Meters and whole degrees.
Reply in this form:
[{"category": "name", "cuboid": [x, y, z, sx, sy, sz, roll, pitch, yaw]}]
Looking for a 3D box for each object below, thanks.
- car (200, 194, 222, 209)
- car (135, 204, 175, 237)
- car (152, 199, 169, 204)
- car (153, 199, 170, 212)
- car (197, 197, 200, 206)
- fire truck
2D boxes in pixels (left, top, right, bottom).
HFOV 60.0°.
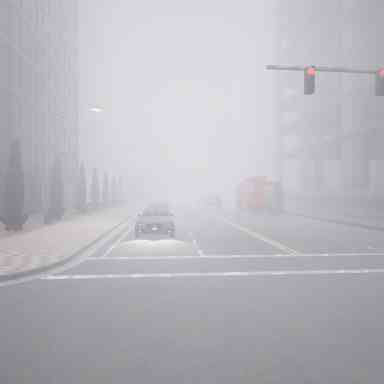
[{"category": "car", "cuboid": [2.895, 1.279, 47.050, 2.150, 2.045, 5.566, 0, 0, -4]}, {"category": "car", "cuboid": [-1.975, 1.605, 18.107, 1.994, 1.385, 4.181, 0, 0, -5]}, {"category": "car", "cuboid": [-2.816, 1.594, 28.711, 2.033, 1.411, 5.357, 0, 0, -5]}, {"category": "car", "cuboid": [-3.797, 1.618, 41.342, 1.994, 1.385, 4.181, 0, 0, -4]}, {"category": "car", "cuboid": [2.028, 1.415, 57.433, 2.097, 1.767, 4.553, 0, 0, -5]}, {"category": "fire truck", "cuboid": [7.200, 0.394, 36.631, 2.891, 3.827, 8.468, 0, 0, -5]}]
